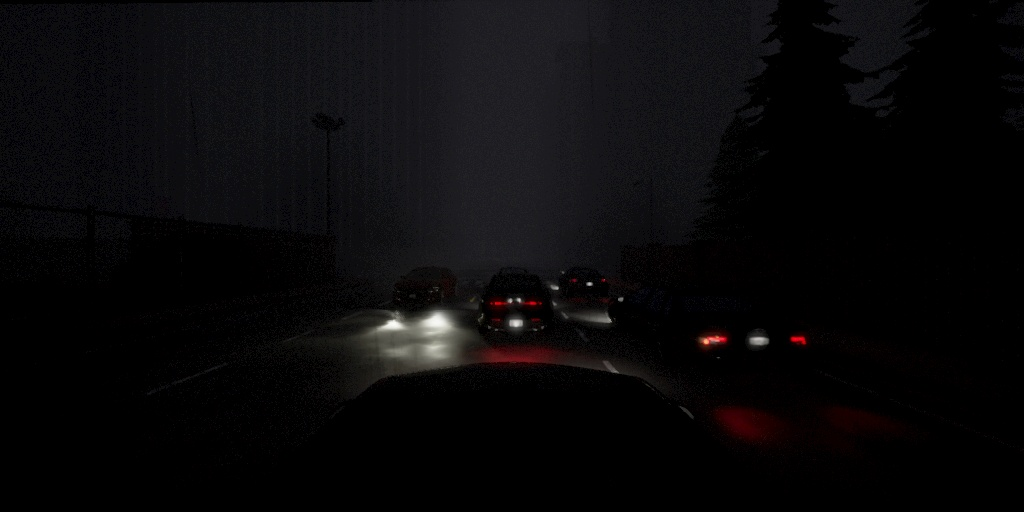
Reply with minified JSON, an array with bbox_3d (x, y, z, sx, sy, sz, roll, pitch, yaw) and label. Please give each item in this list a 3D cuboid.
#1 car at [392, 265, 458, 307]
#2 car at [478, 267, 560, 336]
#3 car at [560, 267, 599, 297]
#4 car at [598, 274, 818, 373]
[{"bbox_3d":[-3.557,1.186,15.408,1.882,1.535,5.008,0,0,0],"label":"car"},{"bbox_3d":[0.092,1.229,10.350,1.837,1.490,4.892,0,0,0],"label":"car"},{"bbox_3d":[3.591,1.263,18.584,1.994,1.385,4.181,0,0,0],"label":"car"},{"bbox_3d":[3.600,1.279,7.736,2.033,1.411,5.357,0,0,0],"label":"car"}]
